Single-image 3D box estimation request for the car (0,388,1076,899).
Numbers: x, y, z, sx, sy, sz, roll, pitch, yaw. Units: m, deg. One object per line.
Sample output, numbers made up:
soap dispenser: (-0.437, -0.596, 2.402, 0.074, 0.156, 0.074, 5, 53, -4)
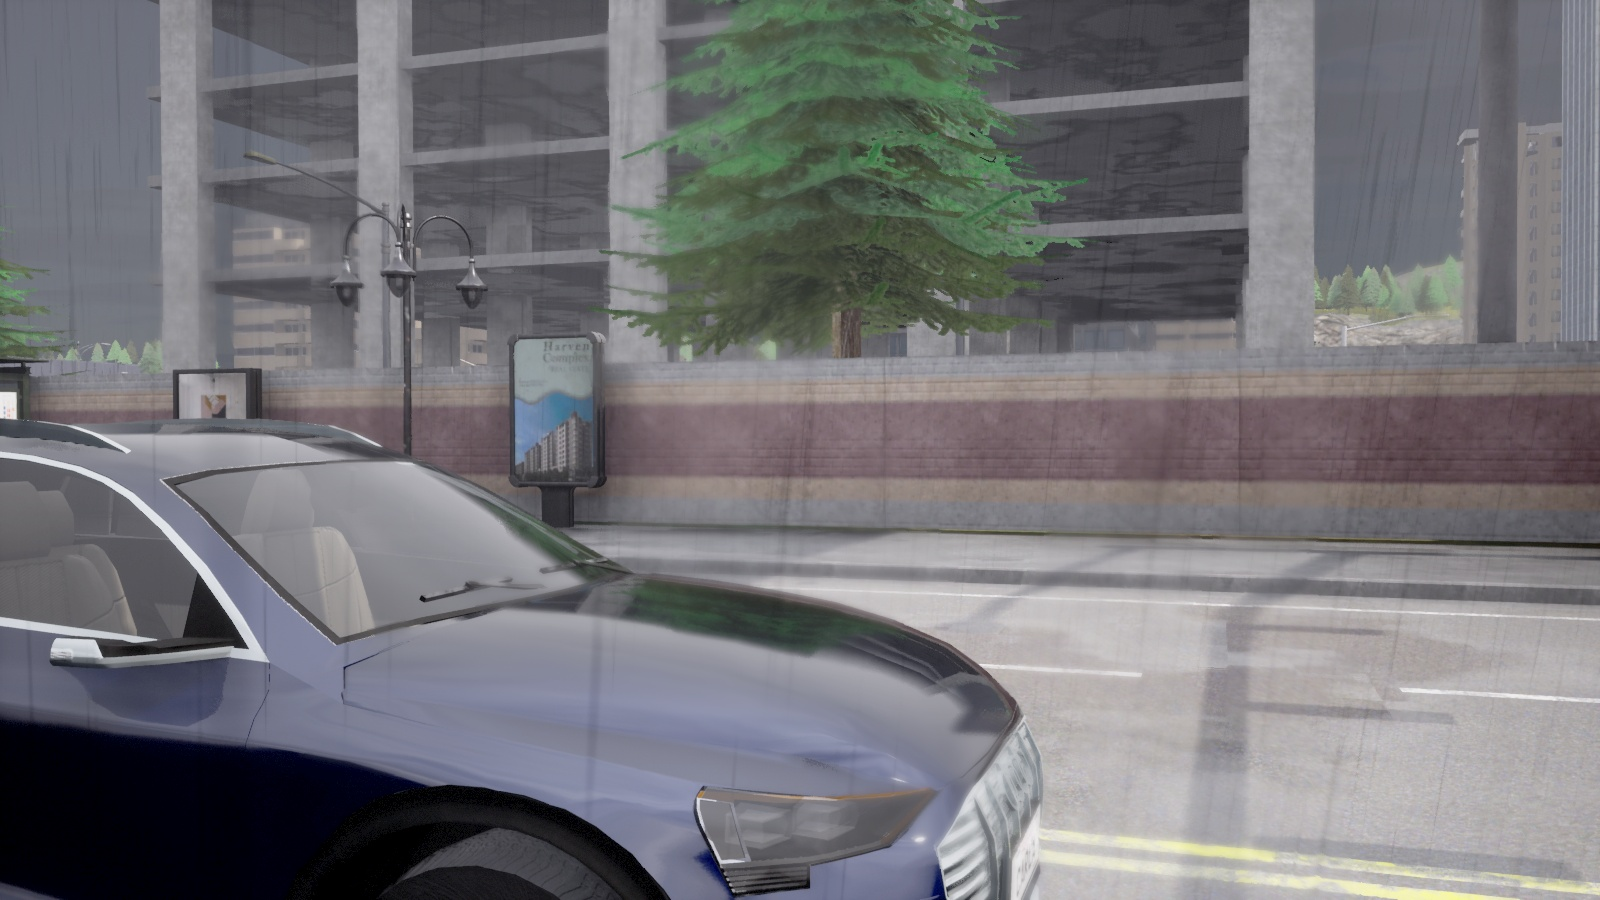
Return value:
car: (-1.758, 0.689, 3.783, 4.856, 1.649, 2.033, 1, 1, 19)
